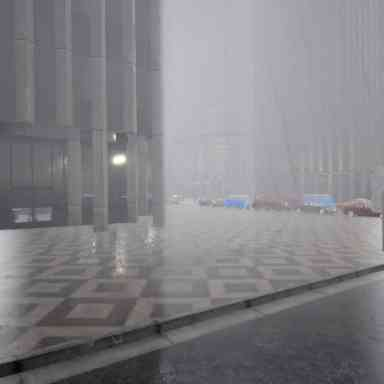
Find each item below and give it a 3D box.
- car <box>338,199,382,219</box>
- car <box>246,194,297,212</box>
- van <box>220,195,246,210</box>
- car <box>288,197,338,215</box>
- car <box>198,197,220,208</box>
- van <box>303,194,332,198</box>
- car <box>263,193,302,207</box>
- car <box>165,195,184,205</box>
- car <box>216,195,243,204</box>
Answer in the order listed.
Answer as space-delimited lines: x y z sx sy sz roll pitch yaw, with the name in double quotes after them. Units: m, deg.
15.509 1.567 28.890 1.887 1.381 4.507 -1 1 -36 "car"
9.079 1.291 37.876 2.192 1.841 5.009 -1 1 -36 "car"
5.864 1.295 42.371 1.690 1.788 3.998 -1 1 -36 "van"
12.295 1.550 33.384 2.008 1.369 4.403 -1 1 -36 "car"
2.651 1.372 46.865 1.967 1.590 4.097 -1 1 -36 "car"
16.024 1.179 42.826 1.690 1.788 3.998 -1 1 -36 "van"
12.812 1.131 47.321 2.192 1.841 5.009 -1 1 -36 "car"
-3.777 1.440 55.855 2.008 1.369 4.403 -1 1 -36 "car"
6.290 1.297 56.451 1.752 1.417 4.829 -1 1 -36 "car"
